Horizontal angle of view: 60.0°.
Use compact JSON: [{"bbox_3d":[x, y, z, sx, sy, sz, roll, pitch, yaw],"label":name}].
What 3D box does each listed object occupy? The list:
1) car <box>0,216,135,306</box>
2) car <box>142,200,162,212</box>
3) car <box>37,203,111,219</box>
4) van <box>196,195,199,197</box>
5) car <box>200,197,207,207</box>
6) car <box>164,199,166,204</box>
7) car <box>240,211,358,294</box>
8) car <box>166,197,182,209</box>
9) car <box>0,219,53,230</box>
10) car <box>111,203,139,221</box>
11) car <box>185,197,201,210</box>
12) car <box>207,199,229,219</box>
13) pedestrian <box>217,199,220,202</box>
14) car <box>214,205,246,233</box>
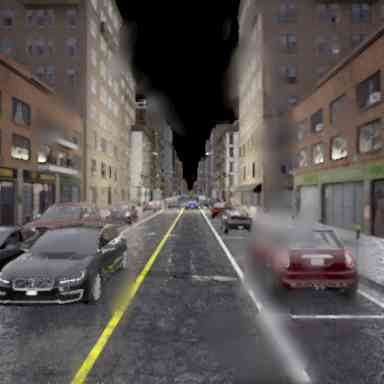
[{"bbox_3d":[-2.849,1.568,8.343,1.837,1.490,4.892,0,-1,0],"label":"car"},{"bbox_3d":[-5.381,1.899,43.028,1.802,1.307,4.206,0,0,0],"label":"car"},{"bbox_3d":[-5.385,1.424,14.621,2.192,1.841,5.009,0,0,0],"label":"car"},{"bbox_3d":[2.656,1.968,86.398,1.690,1.788,3.998,0,0,0],"label":"van"},{"bbox_3d":[4.068,2.015,60.444,5.357,1.411,2.033,1,-1,-21],"label":"car"},{"bbox_3d":[-5.379,1.909,48.709,2.008,1.369,4.403,0,0,0],"label":"car"},{"bbox_3d":[2.639,1.507,8.942,1.967,1.590,4.097,0,0,0],"label":"car"},{"bbox_3d":[-2.758,1.951,52.634,1.994,1.385,4.181,0,-1,1],"label":"car"},{"bbox_3d":[-5.386,1.633,8.938,1.947,1.339,4.313,0,0,0],"label":"car"},{"bbox_3d":[-5.383,1.633,25.984,1.967,1.590,4.097,0,0,0],"label":"car"},{"bbox_3d":[0.026,1.880,48.161,1.812,1.442,4.674,0,0,1],"label":"car"},{"bbox_3d":[2.755,1.715,32.019,1.882,1.535,5.008,0,0,0],"label":"car"},{"bbox_3d":[2.755,1.553,35.025,0.375,1.860,0.375,0,0,-10],"label":"pedestrian"},{"bbox_3d":[2.641,1.702,20.303,2.008,1.369,4.403,0,0,0],"label":"car"}]
